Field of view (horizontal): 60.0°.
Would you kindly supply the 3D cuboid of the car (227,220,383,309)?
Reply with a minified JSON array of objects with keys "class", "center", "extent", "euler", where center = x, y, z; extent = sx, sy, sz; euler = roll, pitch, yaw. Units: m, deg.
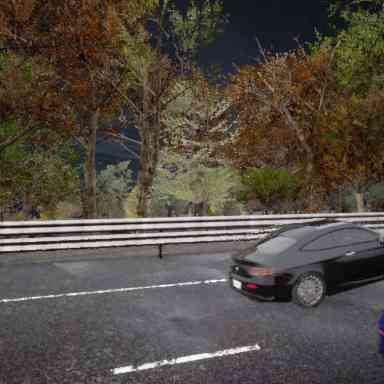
[{"class":"car","center":[3.022,1.340,7.262],"extent":[4.674,1.442,1.812],"euler":[-8,1,-19]}]

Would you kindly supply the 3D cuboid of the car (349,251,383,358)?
[{"class":"car","center":[4.501,1.528,4.075],"extent":[4.674,1.442,1.812],"euler":[0,0,-19]}]
